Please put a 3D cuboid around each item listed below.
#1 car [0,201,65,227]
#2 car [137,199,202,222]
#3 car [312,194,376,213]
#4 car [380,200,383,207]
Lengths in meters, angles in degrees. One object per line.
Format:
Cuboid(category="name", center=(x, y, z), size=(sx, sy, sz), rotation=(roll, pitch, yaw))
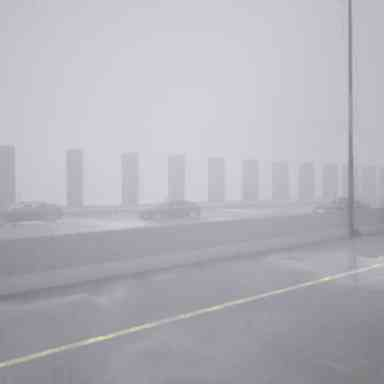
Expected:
Cuboid(category="car", center=(-10.958, 1.382, 21.852), size=(4.902, 1.511, 2.128), rotation=(-1, 1, -34))
Cuboid(category="car", center=(-1.555, 1.282, 23.924), size=(4.892, 1.490, 1.837), rotation=(-1, 1, -33))
Cuboid(category="car", center=(10.505, 1.154, 23.393), size=(4.902, 1.511, 2.128), rotation=(-1, 1, -32))
Cuboid(category="car", center=(21.325, 0.971, 34.247), size=(4.674, 1.442, 1.812), rotation=(-1, 1, -31))
